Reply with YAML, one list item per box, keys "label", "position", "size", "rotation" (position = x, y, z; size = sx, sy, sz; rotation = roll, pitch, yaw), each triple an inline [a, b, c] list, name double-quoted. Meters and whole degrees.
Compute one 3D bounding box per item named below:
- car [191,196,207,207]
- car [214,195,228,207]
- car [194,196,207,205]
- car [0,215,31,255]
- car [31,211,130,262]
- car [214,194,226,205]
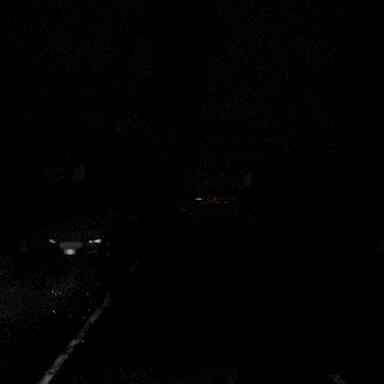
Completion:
- label: "car"
  position: [0.906, 1.581, 50.386]
  size: [1.895, 1.301, 4.718]
  rotation: [0, 0, 3]
- label: "car"
  position: [4.401, 1.527, 50.206]
  size: [2.033, 1.411, 5.357]
  rotation: [0, 0, 3]
- label: "car"
  position: [1.568, 1.467, 60.692]
  size: [2.128, 1.511, 4.902]
  rotation: [0, 0, 4]
- label: "car"
  position: [-7.067, 1.473, 10.687]
  size: [1.882, 1.535, 5.008]
  rotation: [0, 0, 0]
- label: "car"
  position: [-3.556, 1.487, 12.181]
  size: [2.128, 1.511, 4.902]
  rotation: [0, 0, 1]
- label: "car"
  position: [5.086, 1.328, 60.799]
  size: [2.097, 1.767, 4.553]
  rotation: [0, 0, 4]
